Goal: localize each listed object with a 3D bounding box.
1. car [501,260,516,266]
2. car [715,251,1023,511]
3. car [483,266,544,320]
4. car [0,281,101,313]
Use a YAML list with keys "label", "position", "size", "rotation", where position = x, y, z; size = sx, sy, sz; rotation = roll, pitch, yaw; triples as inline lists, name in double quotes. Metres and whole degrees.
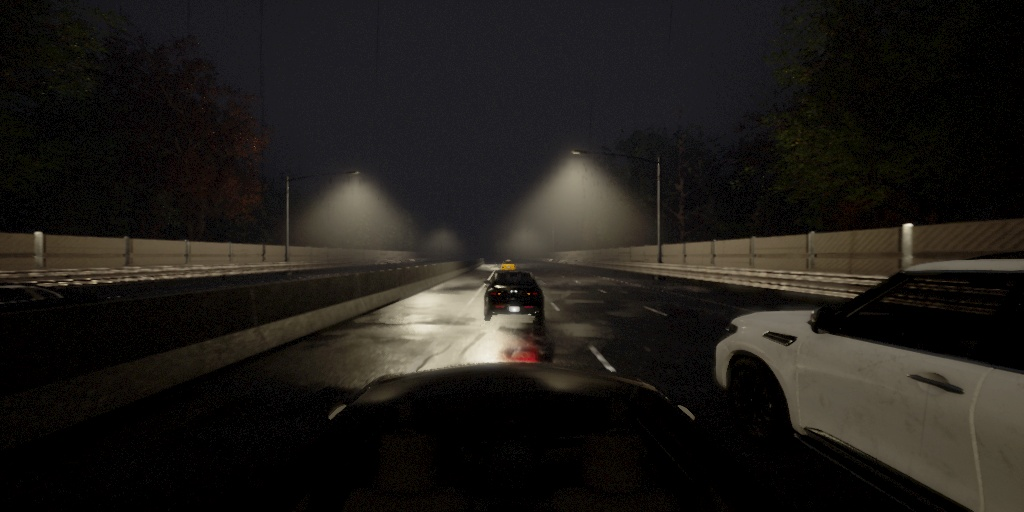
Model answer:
- label: "car"
  position: [-0.435, 1.221, 44.515]
  size: [1.801, 1.575, 5.366]
  rotation: [0, 0, -1]
- label: "car"
  position: [3.594, 0.971, 2.064]
  size: [2.150, 2.045, 5.566]
  rotation: [0, 0, 0]
- label: "car"
  position: [0.055, 1.259, 12.564]
  size: [1.837, 1.490, 4.892]
  rotation: [0, 0, 0]
- label: "car"
  position: [-10.595, 1.245, 6.422]
  size: [2.128, 1.511, 4.902]
  rotation: [0, 0, 0]
